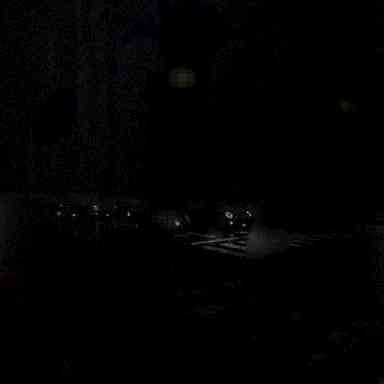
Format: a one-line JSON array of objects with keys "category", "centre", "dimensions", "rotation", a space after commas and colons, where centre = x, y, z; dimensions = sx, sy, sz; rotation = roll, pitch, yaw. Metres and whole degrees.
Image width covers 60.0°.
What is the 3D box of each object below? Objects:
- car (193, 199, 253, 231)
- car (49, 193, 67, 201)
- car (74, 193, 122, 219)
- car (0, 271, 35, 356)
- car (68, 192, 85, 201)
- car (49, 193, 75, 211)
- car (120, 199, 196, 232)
[{"category": "car", "centre": [1.548, 1.254, 20.316], "dimensions": [2.097, 1.767, 4.553], "rotation": [-1, 1, -37]}, {"category": "car", "centre": [-26.128, 0.986, 64.663], "dimensions": [2.033, 1.411, 5.357], "rotation": [-1, 1, -36]}, {"category": "car", "centre": [-7.892, 1.208, 27.799], "dimensions": [2.097, 1.767, 4.553], "rotation": [-1, 1, -36]}, {"category": "car", "centre": [-4.221, 1.545, 3.641], "dimensions": [4.507, 1.381, 1.887], "rotation": [0, -1, -36]}, {"category": "car", "centre": [-22.918, 0.878, 65.762], "dimensions": [1.882, 1.535, 5.008], "rotation": [-1, 1, -36]}, {"category": "car", "centre": [-14.586, 1.267, 37.139], "dimensions": [1.837, 1.490, 4.892], "rotation": [-1, 2, -36]}, {"category": "car", "centre": [-2.202, 1.427, 19.882], "dimensions": [2.128, 1.511, 4.902], "rotation": [-1, 1, -36]}]
